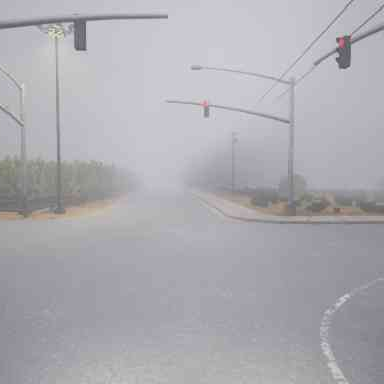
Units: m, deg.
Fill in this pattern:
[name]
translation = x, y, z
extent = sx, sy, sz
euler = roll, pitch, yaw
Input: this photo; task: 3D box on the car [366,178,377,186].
[car]
translation = 42.094, -2.341, 77.687
extent = 1.905, 1.878, 3.866
euler = 10, 10, 41
